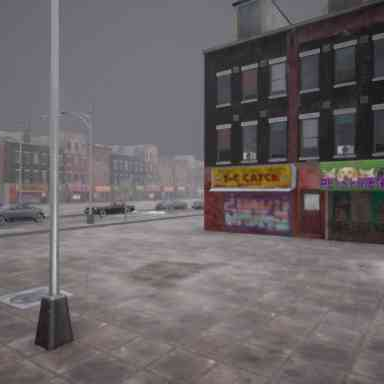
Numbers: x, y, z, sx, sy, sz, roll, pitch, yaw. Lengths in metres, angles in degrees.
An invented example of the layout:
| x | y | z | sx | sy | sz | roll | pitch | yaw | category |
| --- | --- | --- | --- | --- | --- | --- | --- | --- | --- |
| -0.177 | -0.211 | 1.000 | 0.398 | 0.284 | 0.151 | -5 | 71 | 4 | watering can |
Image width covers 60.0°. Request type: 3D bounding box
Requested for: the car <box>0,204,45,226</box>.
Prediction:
| x | y | z | sx | sy | sz | roll | pitch | yaw | category |
| --- | --- | --- | --- | --- | --- | --- | --- | --- | --- |
| -12.580 | 1.515 | 23.366 | 1.994 | 1.385 | 4.181 | 0 | 0 | 36 | car |

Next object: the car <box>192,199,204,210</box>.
| x | y | z | sx | sy | sz | roll | pitch | yaw | category |
| --- | --- | --- | --- | --- | --- | --- | --- | --- | --- |
| 2.106 | 1.430 | 39.042 | 2.033 | 1.411 | 5.357 | 0 | 0 | 35 | car |

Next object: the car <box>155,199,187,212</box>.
| x | y | z | sx | sy | sz | roll | pitch | yaw | category |
| --- | --- | --- | --- | --- | --- | --- | --- | --- | --- |
| -2.346 | 1.451 | 37.850 | 1.994 | 1.385 | 4.181 | 0 | 0 | 35 | car |

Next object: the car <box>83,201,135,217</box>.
| x | y | z | sx | sy | sz | roll | pitch | yaw | category |
| --- | --- | --- | --- | --- | --- | --- | --- | --- | --- |
| -7.538 | 1.520 | 30.503 | 1.895 | 1.301 | 4.718 | 0 | 0 | 36 | car |
